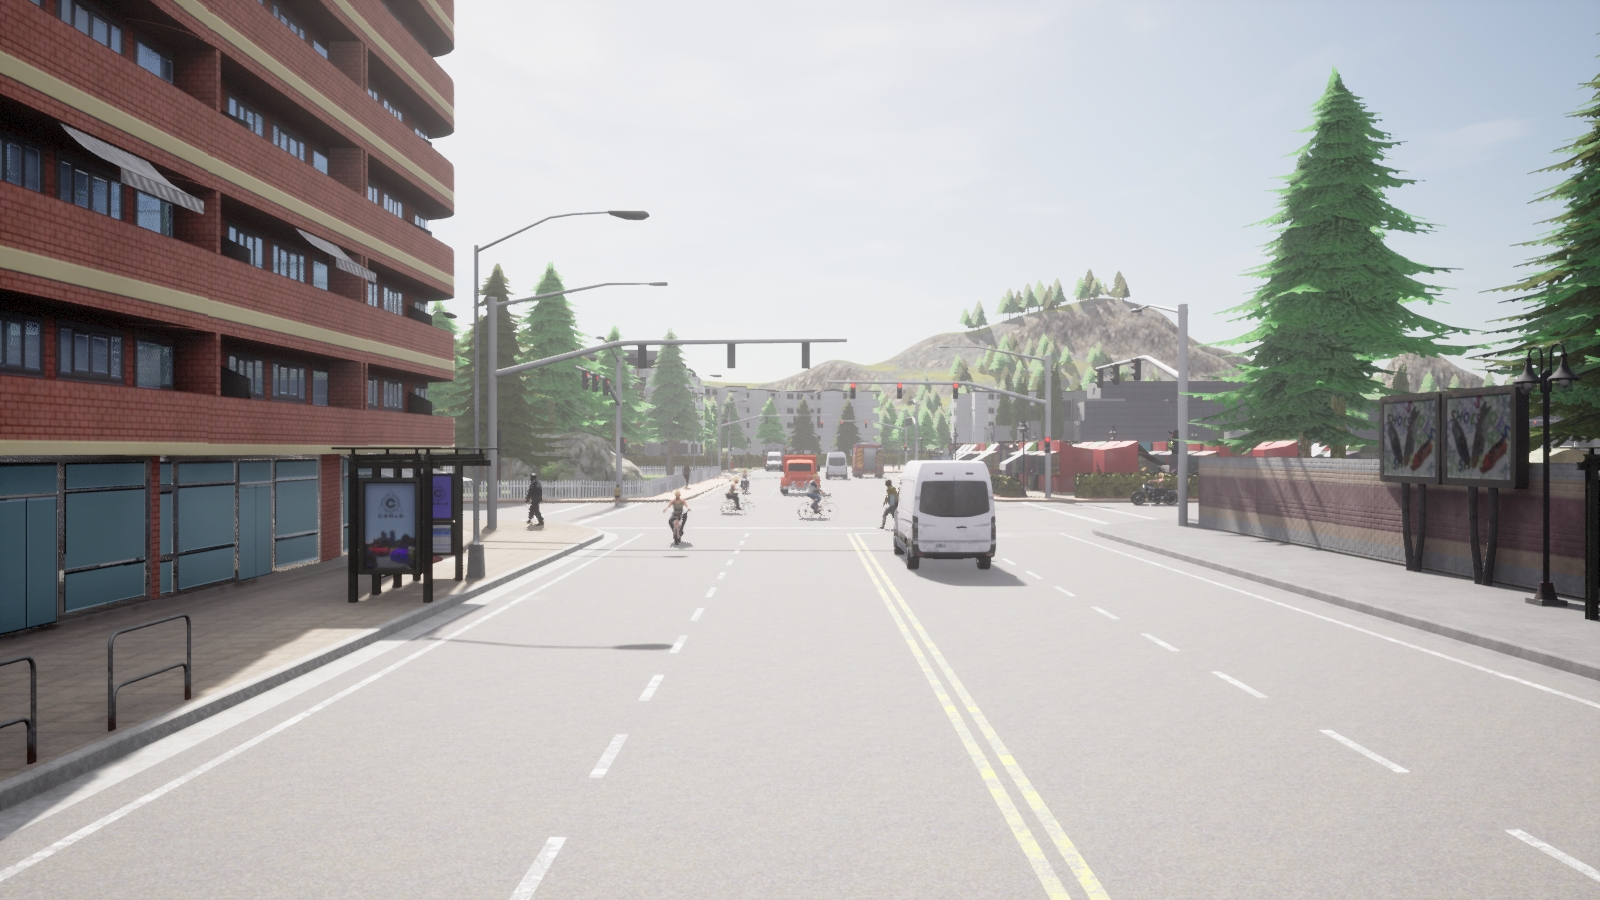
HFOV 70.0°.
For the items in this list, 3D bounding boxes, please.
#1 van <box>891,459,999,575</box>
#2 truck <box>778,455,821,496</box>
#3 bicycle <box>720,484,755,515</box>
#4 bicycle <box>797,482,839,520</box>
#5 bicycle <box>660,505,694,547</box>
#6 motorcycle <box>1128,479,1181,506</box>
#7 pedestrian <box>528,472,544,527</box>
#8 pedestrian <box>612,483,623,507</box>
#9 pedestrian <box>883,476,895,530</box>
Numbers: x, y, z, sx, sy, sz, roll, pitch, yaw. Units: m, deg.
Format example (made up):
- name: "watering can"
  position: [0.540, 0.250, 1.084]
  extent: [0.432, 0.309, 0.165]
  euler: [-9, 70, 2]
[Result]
- name: "van"
  position: [3.505, 1.536, 28.720]
  extent: [1.988, 2.561, 5.915]
  euler: [0, 0, 0]
- name: "truck"
  position: [-0.006, 1.572, 72.542]
  extent: [2.627, 2.467, 5.204]
  euler: [0, 0, 0]
- name: "bicycle"
  position: [-2.696, 2.135, 49.396]
  extent: [1.487, 1.276, 0.859]
  euler: [0, 0, -2]
- name: "bicycle"
  position: [0.715, 2.037, 45.988]
  extent: [1.643, 1.496, 0.373]
  euler: [1, 0, -1]
- name: "bicycle"
  position: [-3.609, 2.235, 33.737]
  extent: [0.859, 1.126, 1.487]
  euler: [0, 0, -1]
- name: "motorcycle"
  position: [17.582, 2.102, 56.689]
  extent: [2.356, 1.307, 0.764]
  euler: [0, 0, 0]
- name: "pedestrian"
  position: [-9.024, 1.680, 39.060]
  extent: [0.375, 1.860, 0.375]
  euler: [0, 0, 21]
- name: "pedestrian"
  position: [-8.861, 2.181, 55.402]
  extent: [0.500, 1.100, 0.500]
  euler: [0, 0, -10]
- name: "pedestrian"
  position: [3.109, 1.851, 39.865]
  extent: [0.375, 1.860, 0.375]
  euler: [0, 0, -3]
